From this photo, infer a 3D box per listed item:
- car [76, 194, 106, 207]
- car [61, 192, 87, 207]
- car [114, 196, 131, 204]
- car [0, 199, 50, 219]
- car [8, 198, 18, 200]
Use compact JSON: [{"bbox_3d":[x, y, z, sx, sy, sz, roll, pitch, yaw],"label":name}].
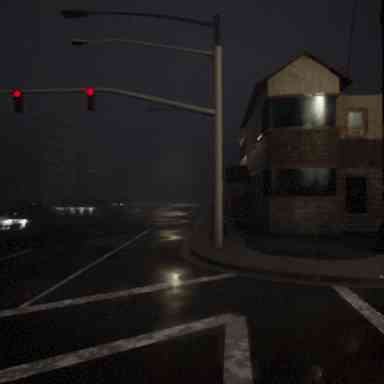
[{"bbox_3d":[-13.212,1.290,44.924,2.033,1.411,5.357,0,0,4],"label":"car"},{"bbox_3d":[-16.551,0.981,47.432,2.150,2.045,5.566,0,0,4],"label":"car"},{"bbox_3d":[-12.259,1.376,58.880,2.033,1.411,5.357,0,-1,4],"label":"car"},{"bbox_3d":[-14.274,1.549,29.138,1.994,1.385,4.181,0,1,4],"label":"car"},{"bbox_3d":[-17.552,1.423,32.589,1.882,1.535,5.008,0,1,4],"label":"car"}]
